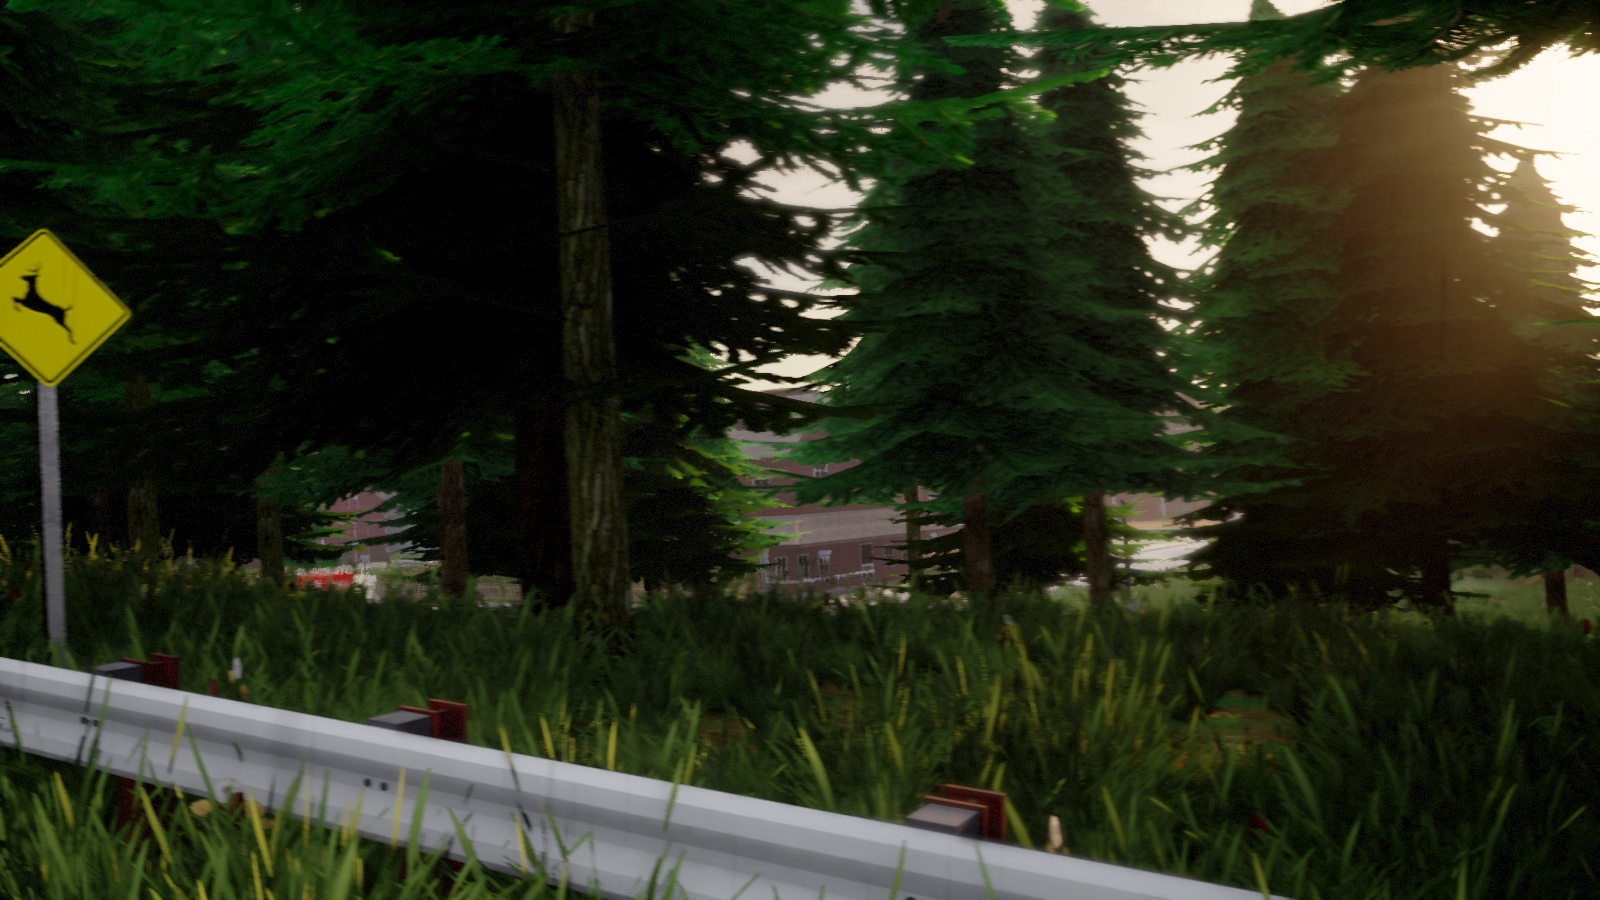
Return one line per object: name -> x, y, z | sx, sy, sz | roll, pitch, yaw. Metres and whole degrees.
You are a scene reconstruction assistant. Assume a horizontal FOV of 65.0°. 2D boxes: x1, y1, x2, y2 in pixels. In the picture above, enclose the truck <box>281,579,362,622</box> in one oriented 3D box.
truck -> -31.537, 9.906, 82.686 | 5.204, 2.467, 2.627 | -6, -2, 39
